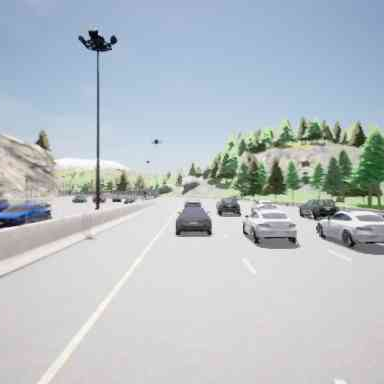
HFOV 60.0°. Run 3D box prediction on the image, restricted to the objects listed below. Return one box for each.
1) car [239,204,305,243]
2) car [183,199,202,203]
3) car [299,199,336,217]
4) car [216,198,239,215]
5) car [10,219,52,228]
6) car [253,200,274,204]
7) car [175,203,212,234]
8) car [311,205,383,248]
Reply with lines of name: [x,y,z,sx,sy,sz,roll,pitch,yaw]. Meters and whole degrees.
car: [3.595,1.526,15.882,1.812,1.442,4.674,0,0,0]
car: [0.090,1.491,36.595,2.128,1.511,4.902,0,0,0]
car: [10.591,1.352,28.067,2.097,1.767,4.553,0,0,0]
car: [3.589,1.352,33.655,2.097,1.767,4.553,0,0,0]
car: [-10.606,1.476,20.980,1.882,1.535,5.008,0,0,0]
car: [7.089,1.526,32.712,1.812,1.442,4.674,0,0,0]
car: [0.092,1.564,19.130,1.994,1.385,4.181,0,0,0]
car: [7.097,1.526,14.596,1.812,1.442,4.674,0,0,0]
